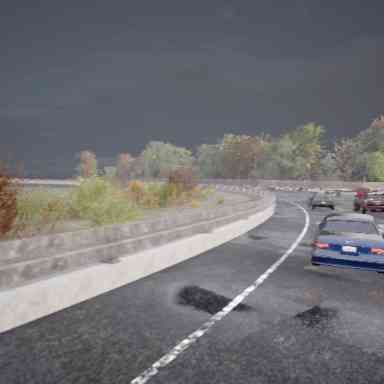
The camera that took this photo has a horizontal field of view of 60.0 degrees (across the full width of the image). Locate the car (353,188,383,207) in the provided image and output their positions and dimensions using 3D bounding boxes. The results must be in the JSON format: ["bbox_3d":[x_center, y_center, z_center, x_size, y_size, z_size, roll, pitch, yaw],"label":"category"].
[{"bbox_3d":[14.699,0.864,27.254,2.097,1.767,4.553,2,2,16],"label":"car"}]

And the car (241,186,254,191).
[{"bbox_3d":[15.500,-1.027,93.735,2.033,1.411,5.357,1,2,-20],"label":"car"}]

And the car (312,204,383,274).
[{"bbox_3d":[4.764,1.339,10.082,2.033,1.411,5.357,2,2,25],"label":"car"}]

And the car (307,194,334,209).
[{"bbox_3d":[12.202,0.872,31.625,1.994,1.385,4.181,2,2,14],"label":"car"}]

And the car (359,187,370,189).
[{"bbox_3d":[27.184,0.265,52.471,2.150,2.045,5.566,2,2,27],"label":"car"}]
